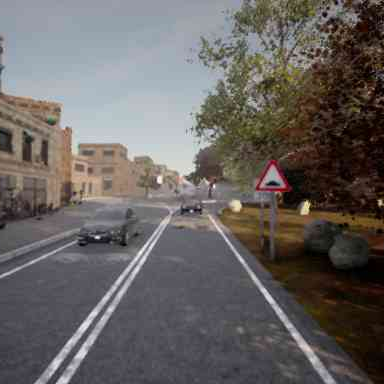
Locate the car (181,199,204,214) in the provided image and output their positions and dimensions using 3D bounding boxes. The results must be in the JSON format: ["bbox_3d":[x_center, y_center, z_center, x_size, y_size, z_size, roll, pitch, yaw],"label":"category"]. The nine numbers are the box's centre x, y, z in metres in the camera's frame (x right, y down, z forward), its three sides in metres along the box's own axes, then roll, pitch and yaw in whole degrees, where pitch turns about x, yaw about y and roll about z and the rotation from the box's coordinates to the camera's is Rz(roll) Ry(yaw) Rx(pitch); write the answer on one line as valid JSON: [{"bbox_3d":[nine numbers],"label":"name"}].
[{"bbox_3d":[0.086,1.247,29.792,1.895,1.301,4.718,0,1,3],"label":"car"}]

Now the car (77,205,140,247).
[{"bbox_3d":[-3.407,1.379,14.379,1.837,1.490,4.892,0,0,0],"label":"car"}]
